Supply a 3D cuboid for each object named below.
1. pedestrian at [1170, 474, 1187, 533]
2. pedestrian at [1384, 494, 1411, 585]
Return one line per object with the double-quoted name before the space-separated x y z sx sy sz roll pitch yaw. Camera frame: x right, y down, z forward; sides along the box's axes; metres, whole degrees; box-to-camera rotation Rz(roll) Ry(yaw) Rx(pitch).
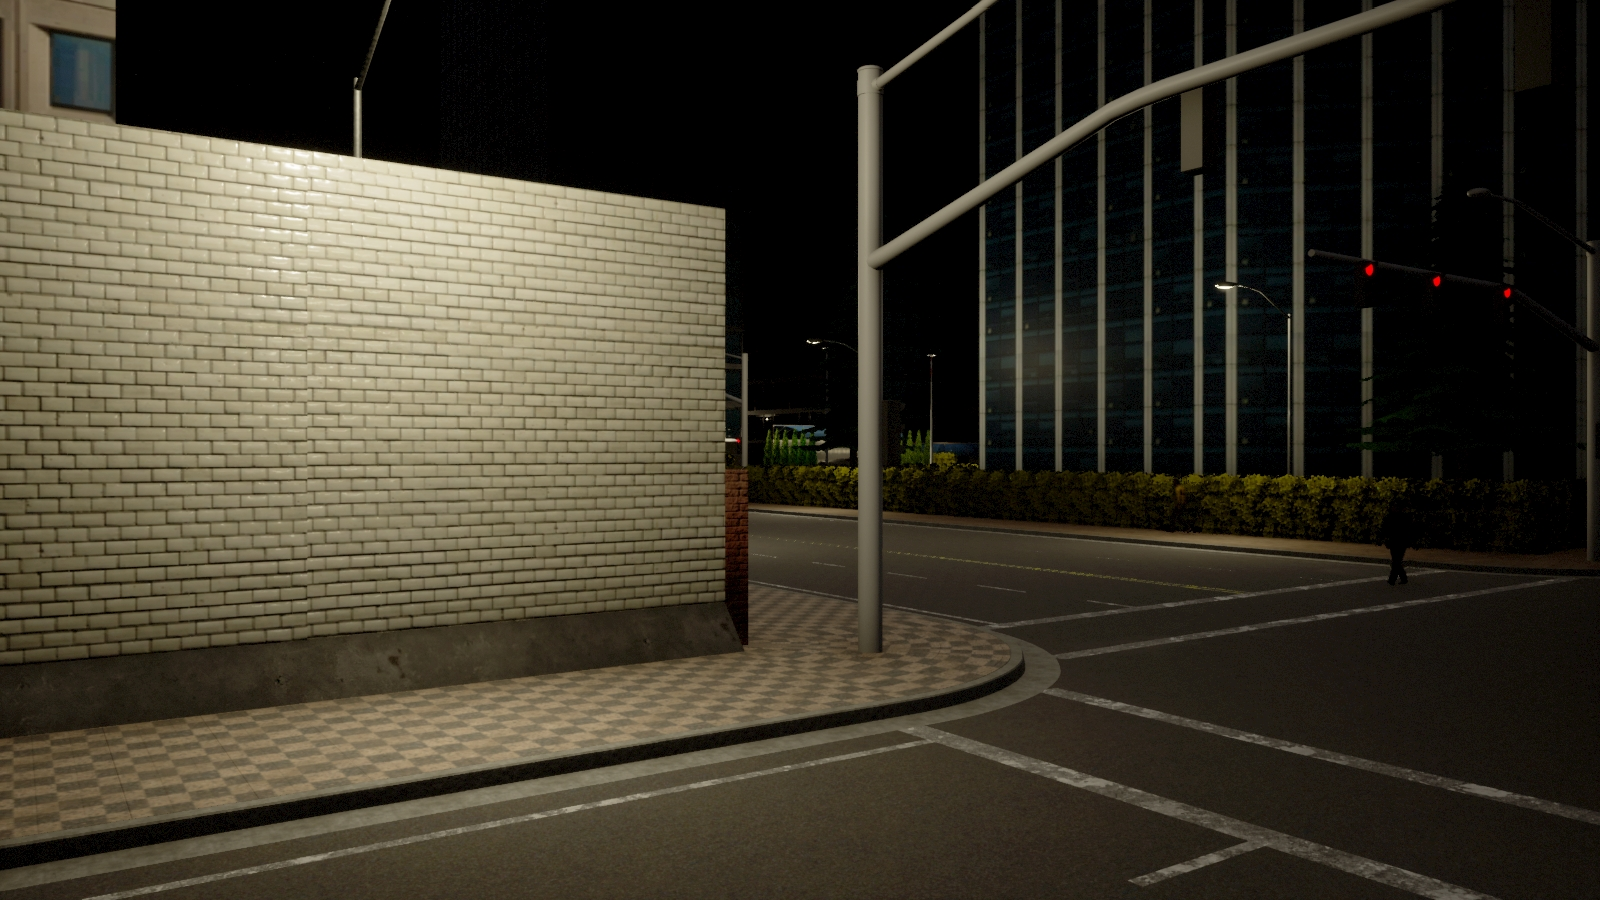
"pedestrian" 12.121 1.695 36.616 0.375 1.860 0.375 0 0 -36
"pedestrian" 12.422 1.848 23.757 0.375 1.860 0.375 0 0 -41
